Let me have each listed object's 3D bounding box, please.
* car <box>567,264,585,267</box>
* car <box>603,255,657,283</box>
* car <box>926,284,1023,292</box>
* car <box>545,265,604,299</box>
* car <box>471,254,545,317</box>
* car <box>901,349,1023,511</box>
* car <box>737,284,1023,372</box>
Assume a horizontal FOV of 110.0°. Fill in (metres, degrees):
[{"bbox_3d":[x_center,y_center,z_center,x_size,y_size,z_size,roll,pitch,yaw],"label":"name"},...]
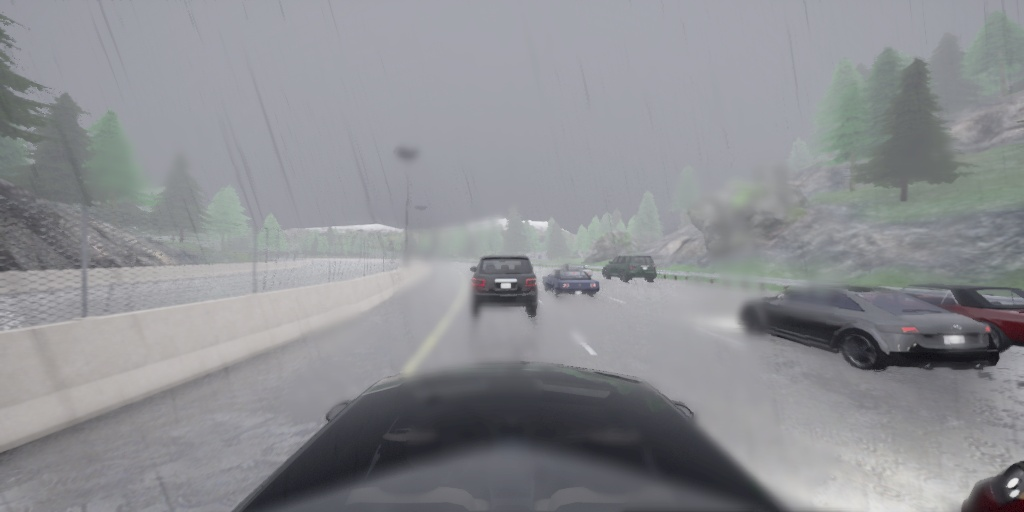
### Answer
[{"bbox_3d":[5.029,1.331,29.851,1.895,1.301,4.718,0,0,-8],"label":"car"},{"bbox_3d":[8.876,0.944,27.423,2.150,2.045,5.566,0,0,-7],"label":"car"},{"bbox_3d":[10.396,1.327,8.671,1.895,1.301,4.718,0,0,-2],"label":"car"},{"bbox_3d":[2.817,1.339,18.126,1.895,1.301,4.718,0,0,-5],"label":"car"},{"bbox_3d":[-0.334,0.968,13.261,2.150,2.045,5.566,0,0,-3],"label":"car"},{"bbox_3d":[3.514,1.307,0.218,1.994,1.385,4.181,0,0,0],"label":"car"},{"bbox_3d":[6.906,1.298,7.641,1.994,1.385,4.181,0,0,-2],"label":"car"}]
